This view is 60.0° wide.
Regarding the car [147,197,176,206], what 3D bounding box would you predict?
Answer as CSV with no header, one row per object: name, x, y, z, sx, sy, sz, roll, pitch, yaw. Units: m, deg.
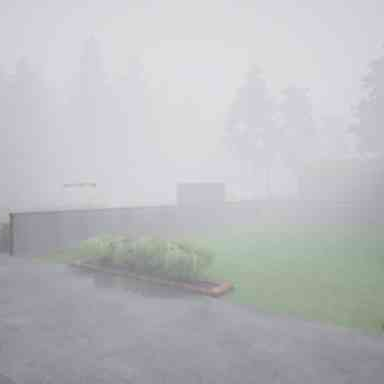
car,-4.529,1.465,51.204,2.033,1.411,5.357,0,0,36
